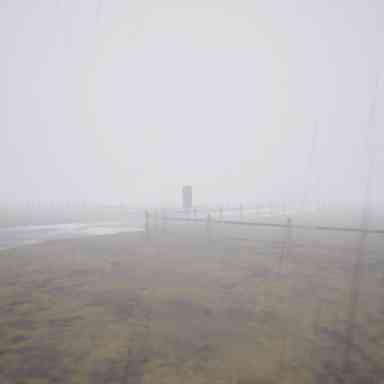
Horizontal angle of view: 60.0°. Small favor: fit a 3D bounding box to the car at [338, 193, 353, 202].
[{"bbox_3d":[38.990,1.706,85.546,2.033,1.411,5.357,-1,0,36],"label":"car"}]
